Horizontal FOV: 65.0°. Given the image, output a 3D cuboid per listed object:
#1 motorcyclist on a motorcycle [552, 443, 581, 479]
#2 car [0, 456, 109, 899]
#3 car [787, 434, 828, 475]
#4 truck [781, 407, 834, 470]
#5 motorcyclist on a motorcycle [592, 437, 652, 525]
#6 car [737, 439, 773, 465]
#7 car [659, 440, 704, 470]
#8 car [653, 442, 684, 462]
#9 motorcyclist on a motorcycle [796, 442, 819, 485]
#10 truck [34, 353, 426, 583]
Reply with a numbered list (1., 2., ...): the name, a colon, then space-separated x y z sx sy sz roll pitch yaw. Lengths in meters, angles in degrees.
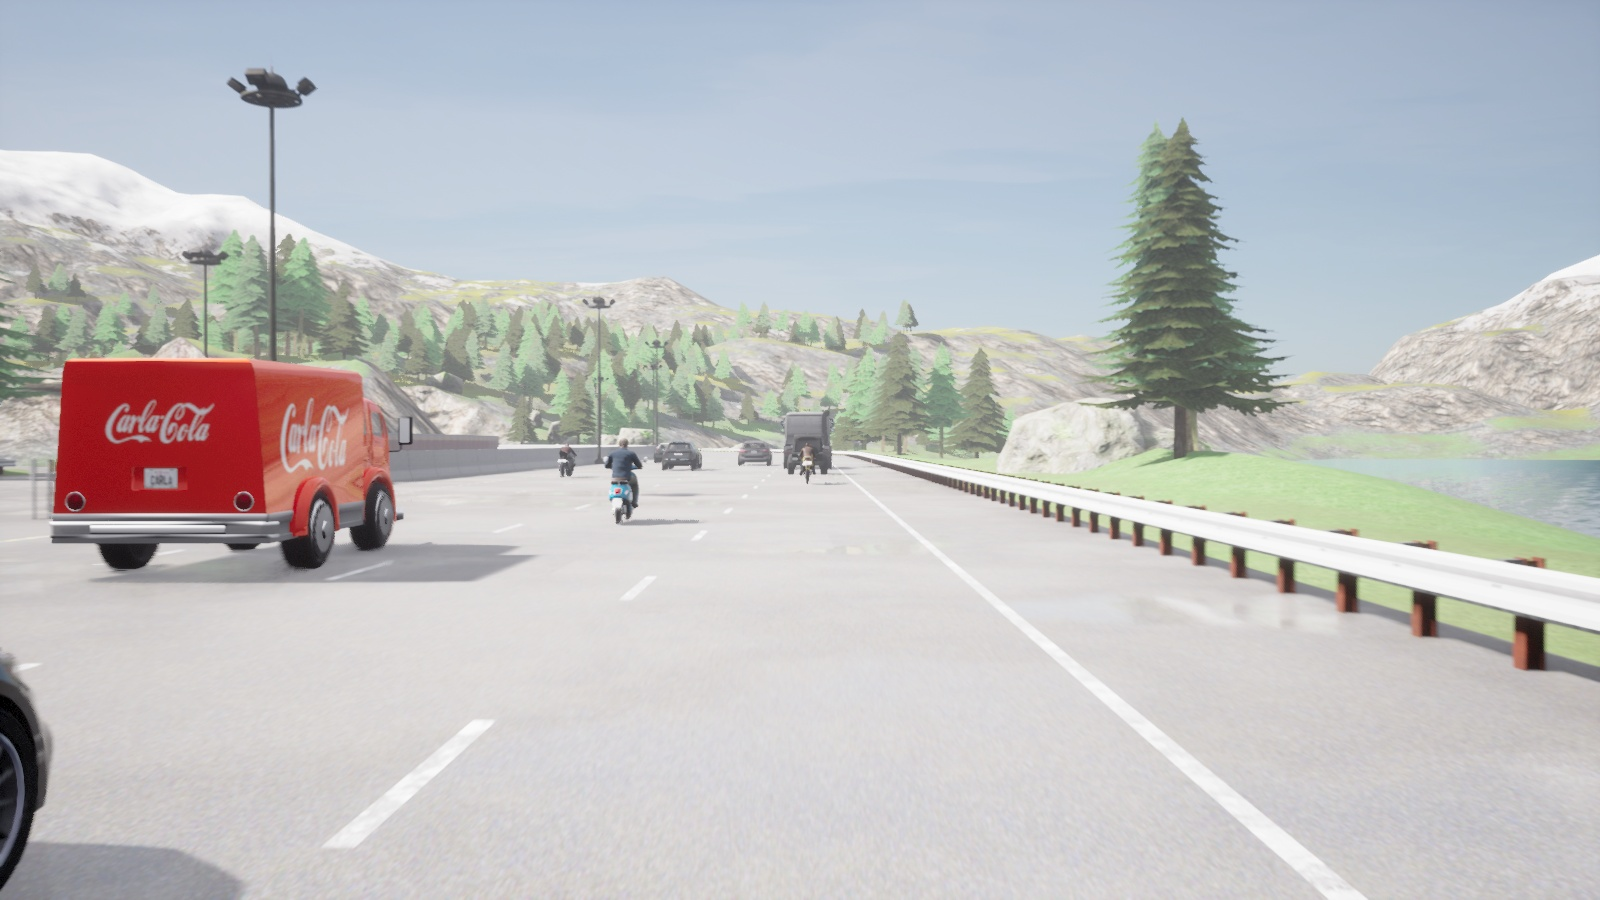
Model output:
1. motorcyclist on a motorcycle: -10.169 0.460 54.796 0.866 1.530 2.191 0 0 0
2. car: -3.471 0.756 2.330 1.812 1.442 4.674 0 0 0
3. car: 0.360 0.199 59.837 1.905 1.878 3.866 0 0 0
4. truck: 0.439 -0.656 73.702 2.891 3.462 7.936 0 0 0
5. motorcyclist on a motorcycle: -3.347 0.562 23.778 0.866 1.590 1.817 0 0 0
6. car: -2.997 0.105 84.603 2.242 1.667 4.611 0 0 0
7. car: -6.580 0.269 70.388 2.033 1.649 4.856 0 0 0
8. car: -9.937 0.160 95.140 1.970 1.475 3.806 0 0 0
9. motorcyclist on a motorcycle: 0.278 0.468 45.692 0.797 1.523 2.044 0 0 0
10. truck: -6.893 0.165 16.077 2.627 2.467 5.204 0 1 0
